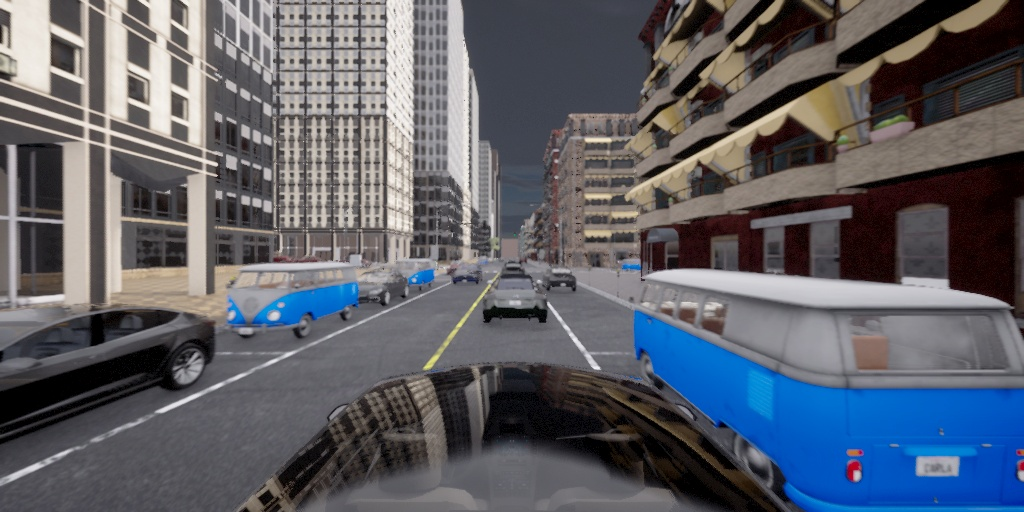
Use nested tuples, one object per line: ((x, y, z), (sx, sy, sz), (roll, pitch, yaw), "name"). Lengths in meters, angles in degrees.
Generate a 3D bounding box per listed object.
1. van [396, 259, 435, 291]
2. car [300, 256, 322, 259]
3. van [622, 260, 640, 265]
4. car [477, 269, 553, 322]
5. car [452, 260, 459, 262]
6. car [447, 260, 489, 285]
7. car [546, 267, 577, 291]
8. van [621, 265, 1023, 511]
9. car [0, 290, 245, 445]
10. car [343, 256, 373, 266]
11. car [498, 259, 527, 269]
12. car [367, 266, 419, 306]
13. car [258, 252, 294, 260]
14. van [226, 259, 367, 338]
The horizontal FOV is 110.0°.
((-5.688, 1.057, 21.063), (1.690, 1.789, 3.998), (0, 0, 0), "van")
((-26.716, 0.779, 48.765), (4.207, 1.307, 1.802), (0, 0, 0), "car")
((16.918, 1.380, 48.723), (3.998, 1.789, 1.690), (0, 0, 0), "van")
((0.096, 1.295, 12.153), (1.994, 1.385, 4.181), (0, 0, 0), "car")
((-5.686, 1.131, 38.009), (1.967, 1.591, 4.097), (0, 0, 0), "car")
((-3.093, 1.256, 26.083), (2.033, 1.411, 5.357), (0, 0, 0), "car")
((2.693, 1.267, 21.061), (2.007, 1.370, 4.403), (0, 0, 0), "car")
((2.691, 1.086, 4.116), (1.690, 1.789, 3.998), (0, 0, 0), "van")
((-5.690, 1.311, 4.117), (1.948, 1.339, 4.313), (0, 0, 0), "car")
((-21.142, 0.744, 48.777), (4.097, 1.591, 1.967), (0, 0, 0), "car")
((0.099, 1.211, 27.987), (1.837, 1.490, 4.892), (0, 0, 0), "car")
((-5.689, 1.276, 15.414), (2.007, 1.370, 4.403), (0, 0, 0), "car")
((-32.290, 0.404, 48.753), (5.009, 1.841, 2.192), (0, 0, 0), "car")
((-5.690, 1.076, 9.766), (1.690, 1.789, 3.998), (0, 0, 0), "van")
